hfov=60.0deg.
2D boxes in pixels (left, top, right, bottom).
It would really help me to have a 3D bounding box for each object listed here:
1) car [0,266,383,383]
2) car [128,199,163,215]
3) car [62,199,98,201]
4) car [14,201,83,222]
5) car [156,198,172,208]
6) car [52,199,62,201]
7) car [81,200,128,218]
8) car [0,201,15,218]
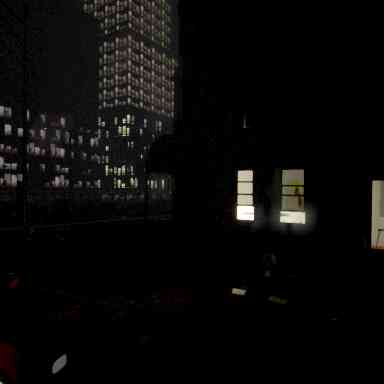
[{"bbox_3d":[-0.024,1.544,2.839,4.507,1.381,1.887,0,1,34],"label":"car"},{"bbox_3d":[-5.543,1.773,36.483,1.802,1.307,4.206,1,0,34],"label":"car"},{"bbox_3d":[-11.692,1.579,37.959,2.128,1.511,4.902,1,0,34],"label":"car"},{"bbox_3d":[-11.721,1.690,27.428,2.008,1.369,4.403,1,0,34],"label":"car"},{"bbox_3d":[-4.626,1.635,48.277,2.128,1.511,4.902,1,1,35],"label":"car"},{"bbox_3d":[-15.167,1.474,37.700,1.967,1.590,4.097,1,0,34],"label":"car"},{"bbox_3d":[-8.631,1.731,31.956,1.947,1.339,4.313,1,0,34],"label":"car"},{"bbox_3d":[-17.556,1.543,29.373,1.837,1.490,4.892,1,0,34],"label":"car"}]
